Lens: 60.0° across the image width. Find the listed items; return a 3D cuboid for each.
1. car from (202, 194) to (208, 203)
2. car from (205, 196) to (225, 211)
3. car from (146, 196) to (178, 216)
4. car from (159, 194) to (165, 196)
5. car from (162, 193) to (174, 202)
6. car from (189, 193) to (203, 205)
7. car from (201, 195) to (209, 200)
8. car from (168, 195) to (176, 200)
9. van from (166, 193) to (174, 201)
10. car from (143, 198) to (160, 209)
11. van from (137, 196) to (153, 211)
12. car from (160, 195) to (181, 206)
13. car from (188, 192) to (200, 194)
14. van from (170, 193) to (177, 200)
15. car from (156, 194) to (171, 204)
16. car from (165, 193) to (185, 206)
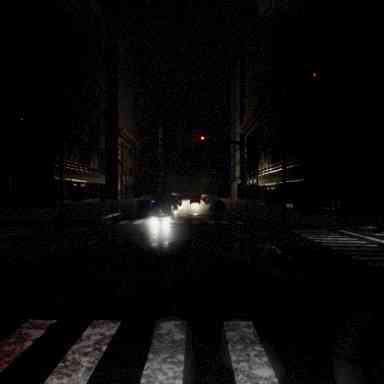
[{"bbox_3d":[3.131,1.525,57.208,1.802,1.307,4.206,0,0,1],"label":"car"},{"bbox_3d":[2.981,1.536,40.260,1.947,1.339,4.313,0,0,1],"label":"car"},{"bbox_3d":[-2.845,1.471,32.808,2.128,1.511,4.902,0,0,1],"label":"car"},{"bbox_3d":[-5.393,1.383,57.281,1.967,1.590,4.097,0,0,1],"label":"car"},{"bbox_3d":[-5.242,1.219,74.226,2.192,1.841,5.009,0,0,1],"label":"car"},{"bbox_3d":[0.575,1.445,59.044,1.837,1.490,4.892,0,0,1],"label":"car"},{"bbox_3d":[3.382,1.453,85.451,1.802,1.307,4.206,0,0,1],"label":"car"},{"bbox_3d":[-5.142,1.416,85.524,1.887,1.381,4.507,0,0,1],"label":"car"},{"bbox_3d":[-5.191,1.229,79.875,1.690,1.788,3.998,0,0,1],"label":"van"},{"bbox_3d":[-5.494,1.545,45.984,1.802,1.307,4.206,0,0,1],"label":"car"},{"bbox_3d":[-5.543,1.312,40.335,1.690,1.788,3.998,0,0,1],"label":"van"},{"bbox_3d":[-2.760,1.446,42.247,1.882,1.535,5.008,0,0,1],"label":"car"},{"bbox_3d":[0.601,1.407,72.847,1.837,1.490,4.892,0,0,1],"label":"car"},{"bbox_3d":[-5.091,1.197,91.171,1.690,1.788,3.998,0,0,1],"label":"van"},{"bbox_3d":[-5.342,1.246,62.930,2.192,1.841,5.009,0,0,1],"label":"car"},{"bbox_3d":[-2.653,1.305,51.991,2.097,1.767,4.553,0,0,1],"label":"car"}]
